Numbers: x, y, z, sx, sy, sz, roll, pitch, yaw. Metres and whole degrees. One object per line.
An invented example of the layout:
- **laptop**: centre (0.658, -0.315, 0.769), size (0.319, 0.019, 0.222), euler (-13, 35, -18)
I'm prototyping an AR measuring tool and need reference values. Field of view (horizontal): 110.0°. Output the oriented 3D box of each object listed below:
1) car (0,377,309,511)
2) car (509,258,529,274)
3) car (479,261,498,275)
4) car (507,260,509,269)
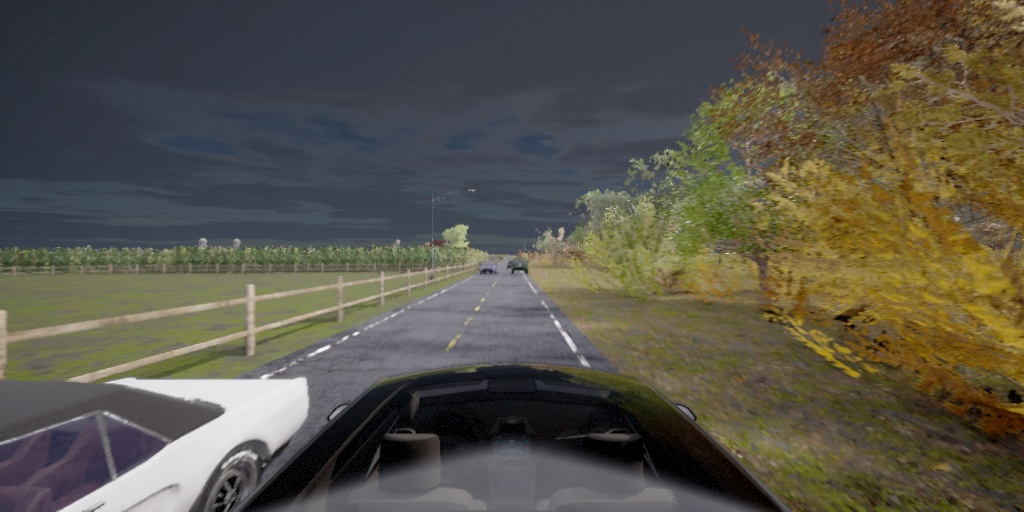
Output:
- **car**: centre (-2.851, 1.347, 1.153), size (1.895, 1.301, 4.718), euler (0, 0, 0)
- **car**: centre (0.970, 1.222, 45.556), size (2.150, 2.045, 5.566), euler (0, 0, 0)
- **car**: centre (-2.808, 1.342, 44.025), size (2.097, 1.767, 4.553), euler (0, 0, 0)
- **car**: centre (0.013, 1.579, 63.824), size (1.837, 1.490, 4.892), euler (0, 0, 0)
